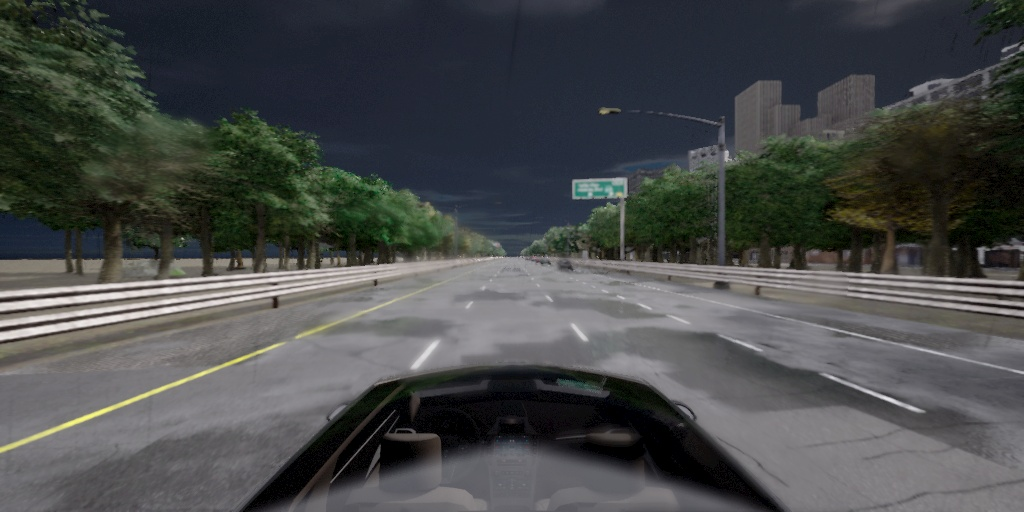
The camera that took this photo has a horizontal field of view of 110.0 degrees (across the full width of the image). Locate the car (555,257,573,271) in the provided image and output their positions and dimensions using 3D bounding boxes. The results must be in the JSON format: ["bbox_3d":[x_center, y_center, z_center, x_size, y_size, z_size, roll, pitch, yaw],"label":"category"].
[{"bbox_3d":[7.104,1.238,48.534,1.837,1.490,4.892,0,0,0],"label":"car"}]
